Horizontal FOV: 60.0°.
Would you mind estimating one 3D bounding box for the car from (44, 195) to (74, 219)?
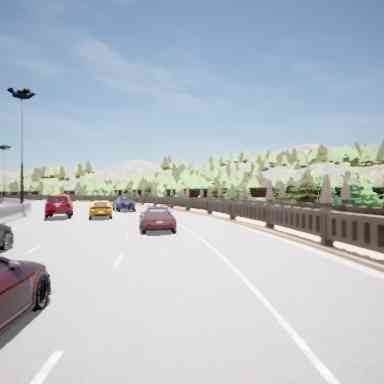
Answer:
[{"bbox_3d":[-11.942,1.268,30.058,2.150,2.045,5.566,0,0,-18],"label":"car"}]

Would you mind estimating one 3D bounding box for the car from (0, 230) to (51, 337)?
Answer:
[{"bbox_3d":[-3.755,1.579,5.055,1.994,1.385,4.181,0,0,-3],"label":"car"}]

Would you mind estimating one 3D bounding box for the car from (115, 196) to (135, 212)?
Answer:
[{"bbox_3d":[-8.295,1.385,40.196,2.097,1.767,4.553,0,0,-22],"label":"car"}]

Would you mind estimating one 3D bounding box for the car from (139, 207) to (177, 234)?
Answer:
[{"bbox_3d":[-2.079,1.573,19.651,1.994,1.385,4.181,0,0,-10],"label":"car"}]

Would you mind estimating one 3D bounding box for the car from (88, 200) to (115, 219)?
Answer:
[{"bbox_3d":[-8.225,1.510,29.787,1.882,1.535,5.008,0,0,-17],"label":"car"}]

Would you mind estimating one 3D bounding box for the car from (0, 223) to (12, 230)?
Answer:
[{"bbox_3d":[-7.817,1.522,11.281,2.128,1.511,4.902,0,0,-7],"label":"car"}]
